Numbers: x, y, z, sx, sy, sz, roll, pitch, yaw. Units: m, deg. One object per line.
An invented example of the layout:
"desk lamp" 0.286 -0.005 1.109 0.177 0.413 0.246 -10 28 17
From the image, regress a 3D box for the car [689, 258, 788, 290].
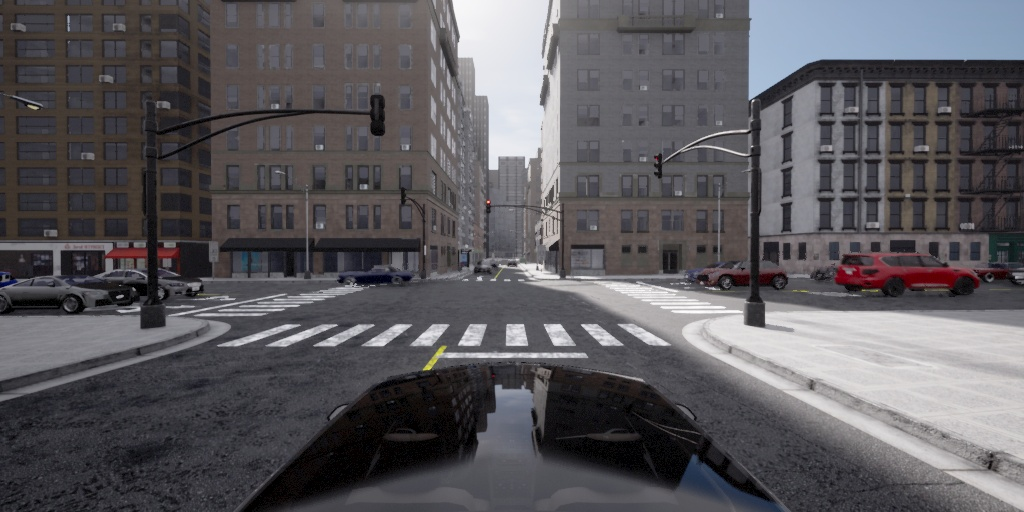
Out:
"car" 13.344 0.994 21.035 4.553 1.767 2.097 0 1 -1

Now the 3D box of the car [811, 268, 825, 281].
"car" 22.917 1.106 24.365 4.181 1.385 1.994 0 1 -1

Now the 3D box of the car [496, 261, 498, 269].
"car" -3.131 1.372 56.277 1.895 1.301 4.718 0 0 0

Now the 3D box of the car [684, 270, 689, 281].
"car" 14.170 1.127 24.311 4.674 1.442 1.812 0 1 0

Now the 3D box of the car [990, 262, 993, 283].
"car" 32.837 1.073 24.400 4.718 1.301 1.895 0 1 0

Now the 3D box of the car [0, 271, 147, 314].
"car" -17.529 1.442 14.194 4.181 1.385 1.994 0 1 0

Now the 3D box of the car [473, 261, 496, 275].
"car" -3.124 1.261 39.272 1.837 1.490 4.892 0 0 0

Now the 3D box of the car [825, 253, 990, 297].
"car" 19.149 0.865 17.581 5.566 2.045 2.150 -1 1 -1

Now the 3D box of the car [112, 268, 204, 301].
"car" -17.799 1.335 17.453 4.902 1.511 2.128 0 1 1

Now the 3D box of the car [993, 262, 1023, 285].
"car" 32.383 1.002 21.148 4.902 1.511 2.128 0 1 0

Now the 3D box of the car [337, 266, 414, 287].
"car" -9.068 1.334 24.063 4.718 1.301 1.895 0 1 -14
